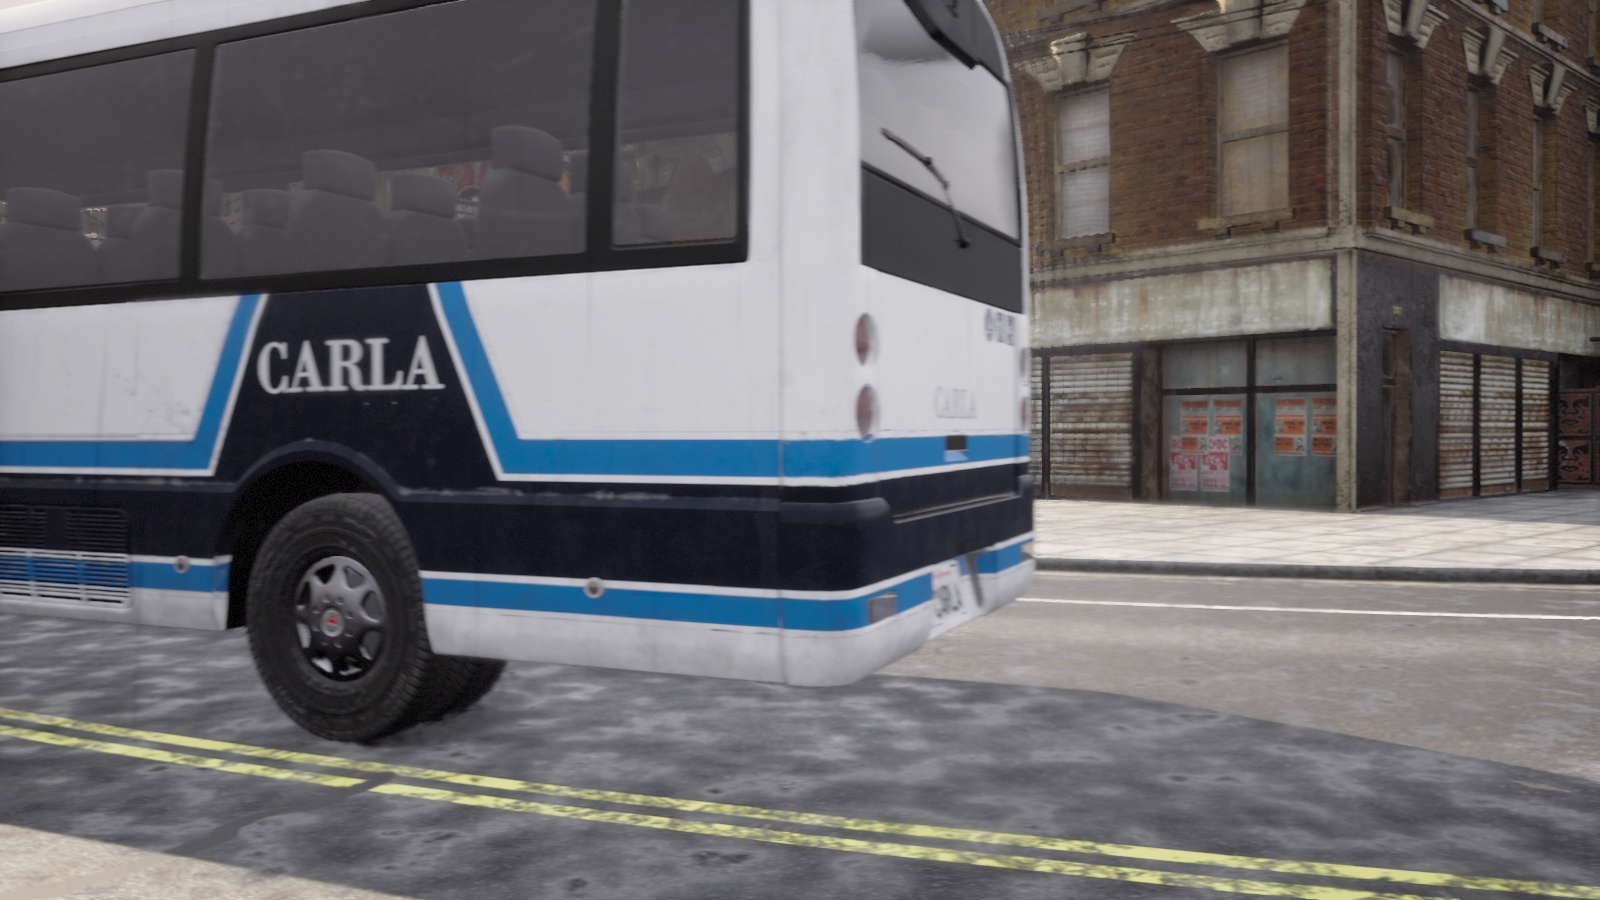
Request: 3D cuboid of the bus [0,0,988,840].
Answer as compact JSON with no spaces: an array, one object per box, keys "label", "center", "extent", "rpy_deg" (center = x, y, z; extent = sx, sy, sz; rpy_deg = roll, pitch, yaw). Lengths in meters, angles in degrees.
[{"label":"bus","center":[-4.244,-0.700,8.753],"extent":[10.273,4.253,3.944],"rpy_deg":[1,1,25]}]
